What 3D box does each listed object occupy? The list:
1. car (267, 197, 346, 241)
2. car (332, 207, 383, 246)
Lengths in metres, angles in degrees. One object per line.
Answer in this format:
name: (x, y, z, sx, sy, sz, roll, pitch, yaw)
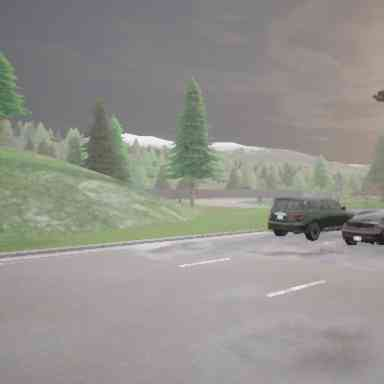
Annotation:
car: (6.261, 1.257, 16.933, 5.566, 2.045, 2.150, 0, 0, -35)
car: (8.269, 1.516, 14.066, 4.892, 1.490, 1.837, 0, 0, -35)
